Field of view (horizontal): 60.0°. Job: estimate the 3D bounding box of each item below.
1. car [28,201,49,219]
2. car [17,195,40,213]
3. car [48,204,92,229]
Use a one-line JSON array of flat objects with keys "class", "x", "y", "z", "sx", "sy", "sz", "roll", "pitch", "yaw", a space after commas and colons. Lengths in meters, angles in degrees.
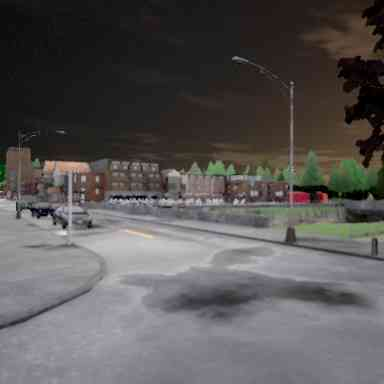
[{"class": "car", "x": -13.847, "y": 1.777, "z": 31.316, "sx": 1.895, "sy": 1.301, "sz": 4.718, "roll": 1, "pitch": -1, "yaw": -33}, {"class": "car", "x": -20.209, "y": 1.439, "z": 40.991, "sx": 2.150, "sy": 2.045, "sz": 5.566, "roll": 1, "pitch": -1, "yaw": -33}, {"class": "car", "x": -8.382, "y": 1.669, "z": 23.098, "sx": 1.812, "sy": 1.442, "sz": 4.674, "roll": 1, "pitch": -1, "yaw": -34}]
